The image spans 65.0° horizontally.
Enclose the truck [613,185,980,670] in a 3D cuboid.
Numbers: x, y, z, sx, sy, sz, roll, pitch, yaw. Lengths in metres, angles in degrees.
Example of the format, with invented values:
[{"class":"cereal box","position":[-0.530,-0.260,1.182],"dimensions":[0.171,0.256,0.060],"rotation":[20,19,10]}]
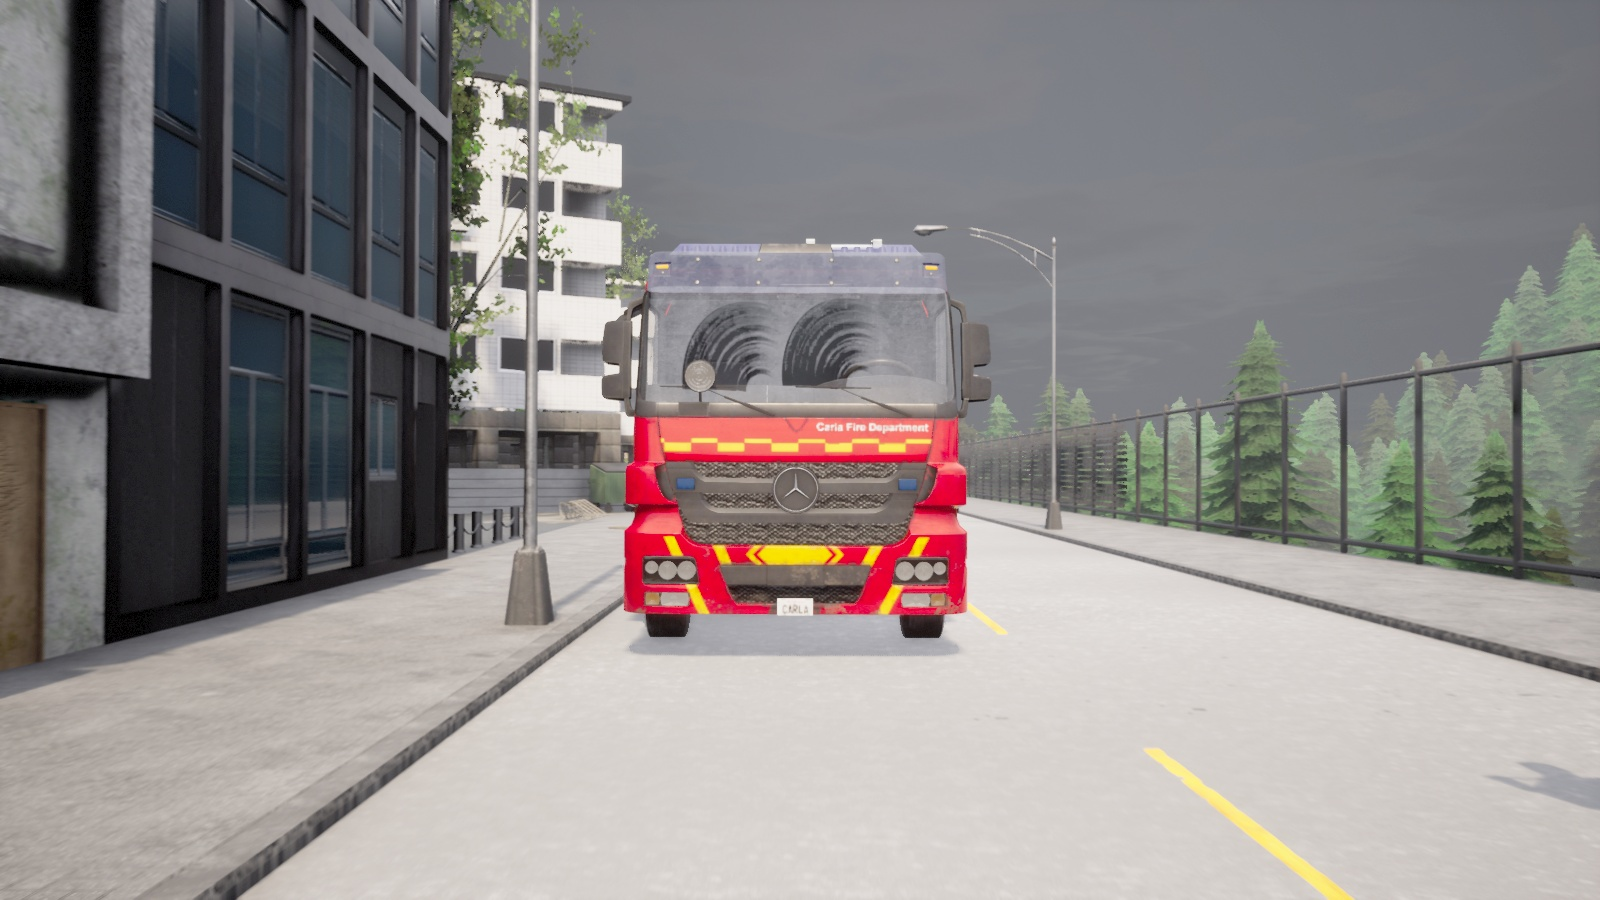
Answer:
[{"class":"truck","position":[-0.041,-0.113,14.179],"dimensions":[2.891,3.827,8.468],"rotation":[0,-1,0]}]
